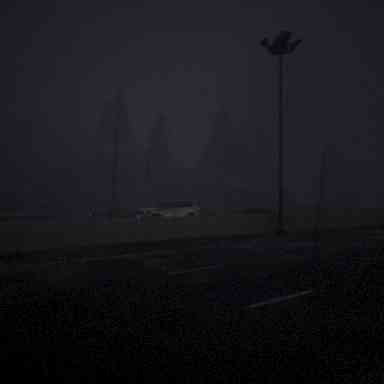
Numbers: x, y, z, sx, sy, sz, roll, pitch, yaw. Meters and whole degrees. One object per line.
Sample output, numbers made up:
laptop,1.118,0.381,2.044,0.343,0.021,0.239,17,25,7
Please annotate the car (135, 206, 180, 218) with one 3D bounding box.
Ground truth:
car,-1.953,1.648,27.869,5.566,2.045,2.150,1,-1,-32

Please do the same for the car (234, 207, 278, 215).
car,4.860,1.995,27.902,5.357,1.411,2.033,1,-1,-30
